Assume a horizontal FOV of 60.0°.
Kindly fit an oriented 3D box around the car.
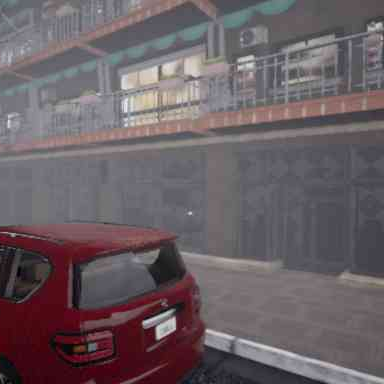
[{"bbox_3d":[-2.180,1.321,4.413,5.009,1.841,2.192,0,1,36],"label":"car"}]
